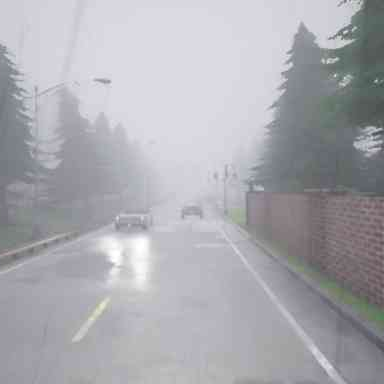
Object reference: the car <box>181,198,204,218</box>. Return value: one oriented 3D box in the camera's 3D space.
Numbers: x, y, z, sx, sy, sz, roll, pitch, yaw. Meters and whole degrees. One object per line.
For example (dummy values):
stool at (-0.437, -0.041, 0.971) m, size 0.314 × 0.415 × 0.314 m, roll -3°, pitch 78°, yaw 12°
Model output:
car at (0.008, 1.519, 29.649) m, size 1.812 × 1.442 × 4.674 m, roll 0°, pitch 0°, yaw 0°

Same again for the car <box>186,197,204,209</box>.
car at (0.445, 1.515, 45.461) m, size 1.812 × 1.442 × 4.674 m, roll 0°, pitch 0°, yaw 9°

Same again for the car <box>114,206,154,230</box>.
car at (-3.566, 1.600, 21.163) m, size 1.895 × 1.301 × 4.718 m, roll 0°, pitch 0°, yaw 0°
